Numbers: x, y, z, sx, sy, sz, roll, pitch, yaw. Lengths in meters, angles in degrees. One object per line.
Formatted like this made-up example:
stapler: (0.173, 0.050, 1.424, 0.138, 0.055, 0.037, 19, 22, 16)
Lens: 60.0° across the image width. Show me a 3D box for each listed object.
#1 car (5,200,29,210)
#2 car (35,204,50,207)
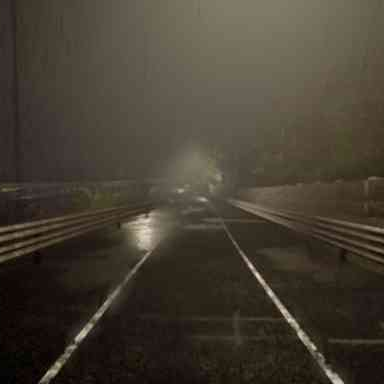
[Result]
car: (-40.083, 2.833, 76.085, 2.150, 2.045, 5.566, 1, 4, 17)
car: (-33.379, 3.320, 74.103, 1.994, 1.385, 4.181, 1, 4, 17)
